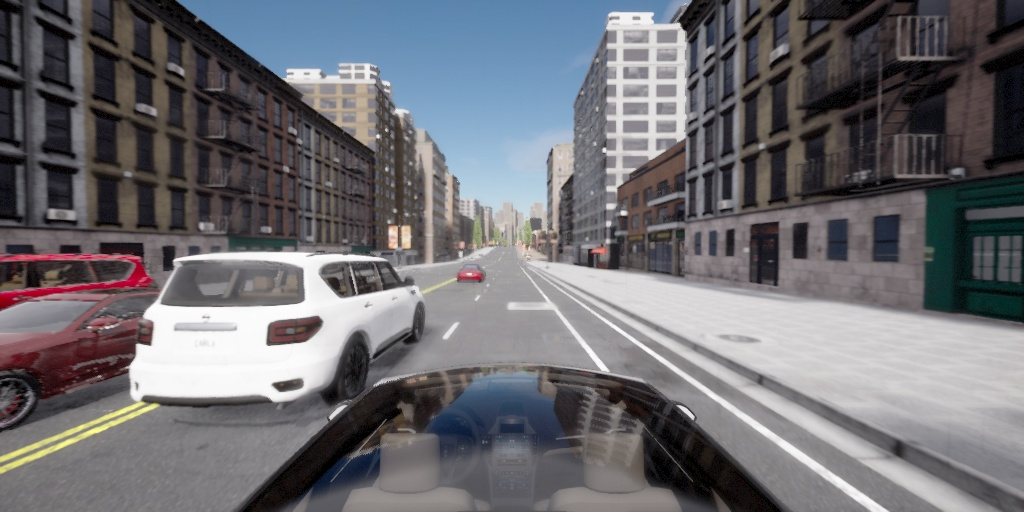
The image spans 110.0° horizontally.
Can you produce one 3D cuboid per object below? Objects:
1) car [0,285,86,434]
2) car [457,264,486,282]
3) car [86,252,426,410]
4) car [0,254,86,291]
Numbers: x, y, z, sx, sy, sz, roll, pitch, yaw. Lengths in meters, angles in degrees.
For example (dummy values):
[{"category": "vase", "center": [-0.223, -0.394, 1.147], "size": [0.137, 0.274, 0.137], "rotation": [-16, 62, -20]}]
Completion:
[{"category": "car", "center": [-6.595, 1.273, 5.553], "size": [1.812, 1.442, 4.674], "rotation": [0, 0, 0]}, {"category": "car", "center": [-3.152, 1.306, 28.411], "size": [1.994, 1.385, 4.181], "rotation": [0, 0, 0]}, {"category": "car", "center": [-3.152, 0.968, 6.363], "size": [2.150, 2.045, 5.566], "rotation": [0, 0, 0]}, {"category": "car", "center": [-9.845, 0.968, 6.580], "size": [2.150, 2.045, 5.566], "rotation": [0, 0, 0]}]
